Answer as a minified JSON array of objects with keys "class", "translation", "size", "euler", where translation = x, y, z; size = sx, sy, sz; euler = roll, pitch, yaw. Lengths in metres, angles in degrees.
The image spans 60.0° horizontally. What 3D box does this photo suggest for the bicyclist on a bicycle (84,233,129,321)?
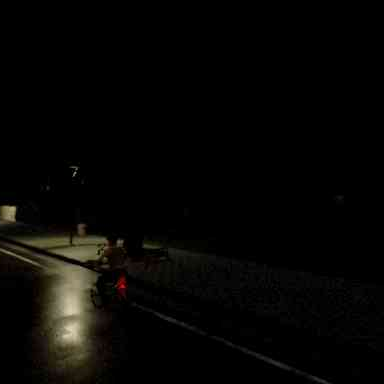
[{"class":"bicyclist on a bicycle","translation":[-1.675,1.637,6.698],"size":[0.866,1.612,1.509],"euler":[3,-3,-44]}]
